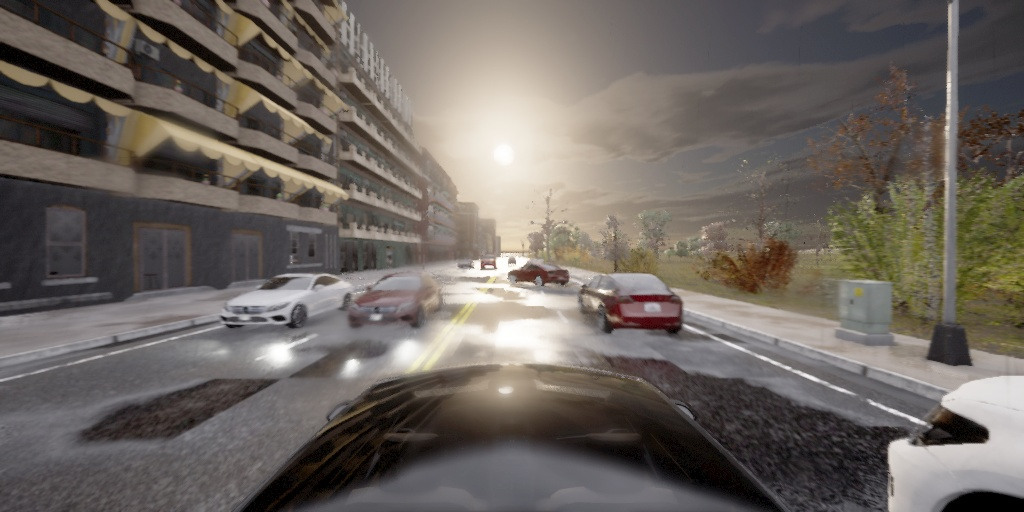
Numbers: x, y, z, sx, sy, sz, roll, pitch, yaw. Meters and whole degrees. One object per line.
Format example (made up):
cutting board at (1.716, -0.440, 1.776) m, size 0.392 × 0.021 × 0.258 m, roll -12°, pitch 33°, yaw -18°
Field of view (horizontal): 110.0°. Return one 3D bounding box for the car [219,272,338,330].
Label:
car at (-6.595, 1.248, 11.182) m, size 1.812 × 1.442 × 4.674 m, roll 0°, pitch 0°, yaw 0°

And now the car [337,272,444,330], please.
car at (-3.345, 1.248, 11.181) m, size 1.812 × 1.442 × 4.674 m, roll 0°, pitch 0°, yaw 0°

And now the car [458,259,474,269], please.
car at (-6.541, 1.158, 51.720) m, size 2.033 × 1.411 × 5.357 m, roll 0°, pitch 0°, yaw 1°

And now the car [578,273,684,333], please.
car at (3.252, 1.227, 10.630) m, size 2.163 × 1.488 × 4.792 m, roll 0°, pitch 0°, yaw 0°

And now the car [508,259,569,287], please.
car at (1.649, 1.163, 23.883) m, size 1.882 × 1.535 × 5.008 m, roll 0°, pitch 0°, yaw -34°

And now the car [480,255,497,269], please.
car at (-3.295, 0.830, 51.643) m, size 2.150 × 2.045 × 5.566 m, roll 0°, pitch 0°, yaw 1°
